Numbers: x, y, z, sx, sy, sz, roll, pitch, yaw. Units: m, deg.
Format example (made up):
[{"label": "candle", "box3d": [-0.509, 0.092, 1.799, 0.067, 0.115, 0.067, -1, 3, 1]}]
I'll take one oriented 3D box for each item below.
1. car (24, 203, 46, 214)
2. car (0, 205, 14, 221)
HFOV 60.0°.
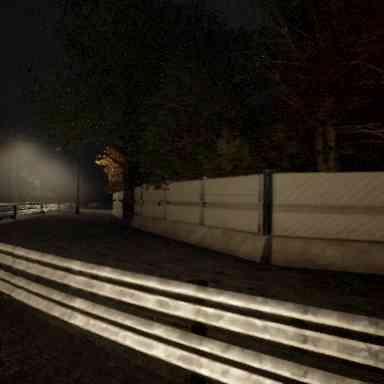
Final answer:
[{"label": "car", "box3d": [-21.486, 2.194, 45.657, 1.882, 1.535, 5.008, 1, -1, -10]}, {"label": "car", "box3d": [-19.001, 1.992, 32.474, 2.033, 1.411, 5.357, 1, -1, -10]}]
